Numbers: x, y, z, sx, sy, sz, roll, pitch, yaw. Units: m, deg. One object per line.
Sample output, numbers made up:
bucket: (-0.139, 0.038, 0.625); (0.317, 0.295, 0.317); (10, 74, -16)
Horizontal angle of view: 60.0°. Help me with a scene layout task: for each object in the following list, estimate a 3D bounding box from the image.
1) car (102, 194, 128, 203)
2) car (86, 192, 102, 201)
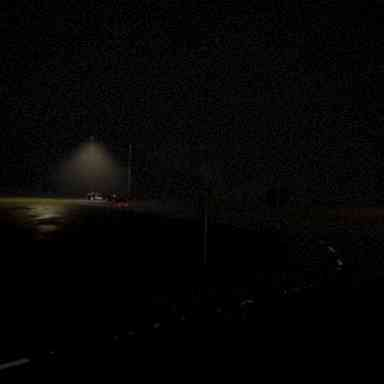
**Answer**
car: (-11.690, 1.026, 51.396); (1.895, 1.301, 4.718); (2, 0, -35)
car: (-17.444, 0.736, 59.536); (1.837, 1.490, 4.892); (2, 0, -35)
